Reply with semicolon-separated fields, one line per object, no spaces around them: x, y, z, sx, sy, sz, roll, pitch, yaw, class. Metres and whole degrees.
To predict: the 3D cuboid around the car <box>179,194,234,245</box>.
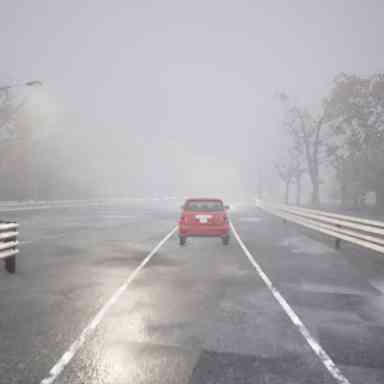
0.611;1.231;15.890;2.150;2.045;5.566;0;0;3;car
